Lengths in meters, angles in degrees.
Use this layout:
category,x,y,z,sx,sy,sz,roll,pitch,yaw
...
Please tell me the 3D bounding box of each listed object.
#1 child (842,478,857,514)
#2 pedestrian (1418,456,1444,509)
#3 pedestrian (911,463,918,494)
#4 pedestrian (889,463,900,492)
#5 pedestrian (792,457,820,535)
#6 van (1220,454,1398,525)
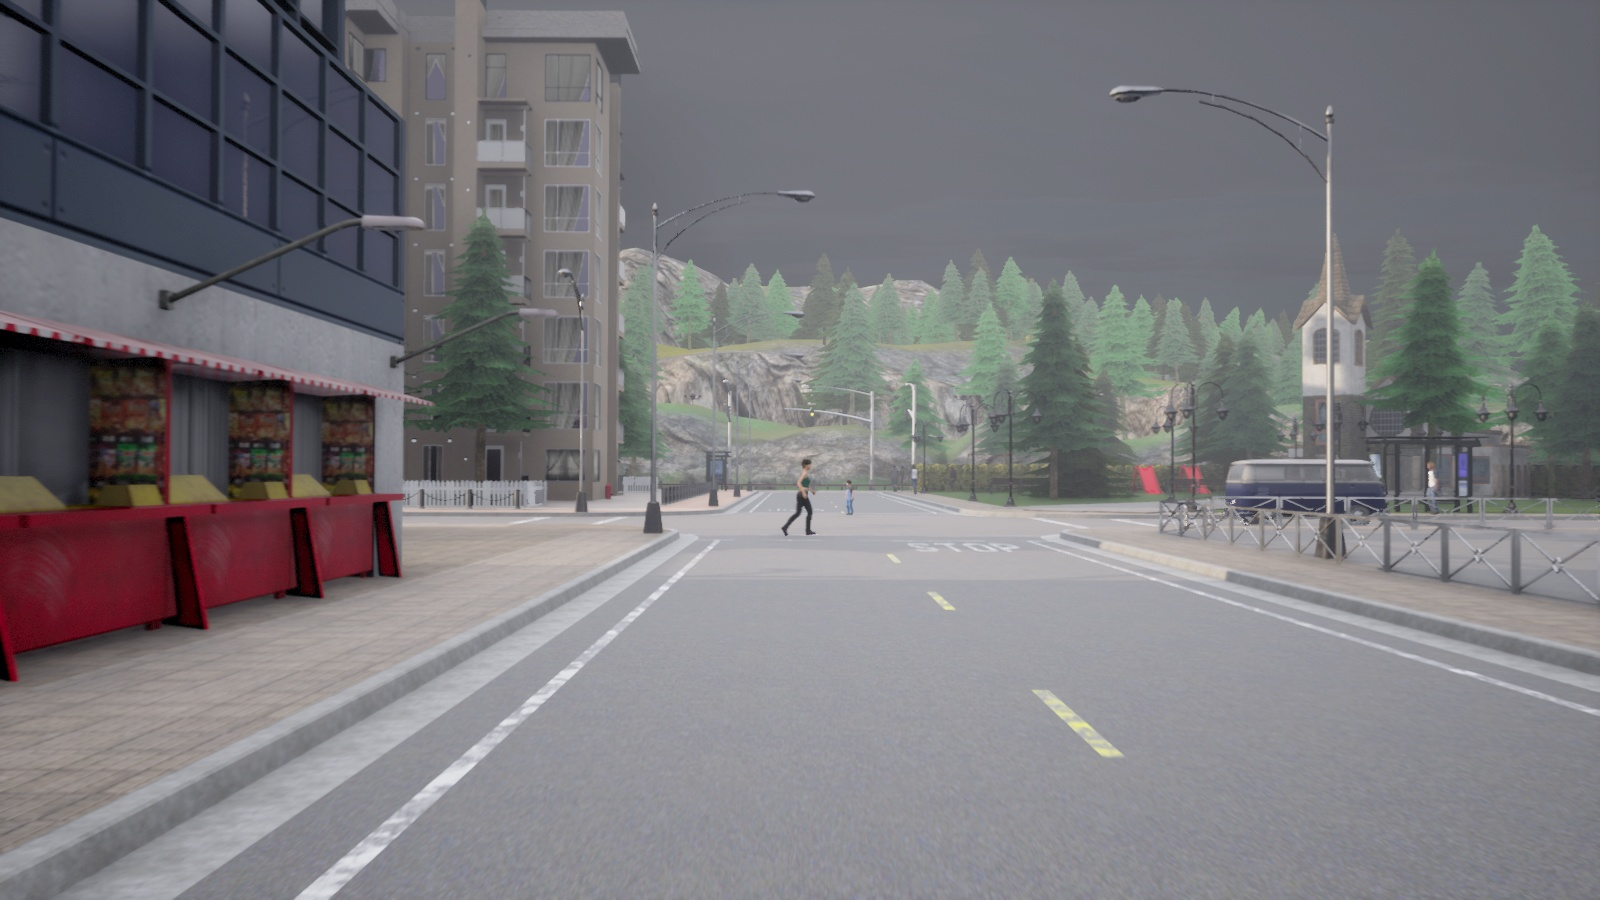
category,x,y,z,sx,sy,sz,roll,pitch,yaw
child,1.756,1.617,44.563,0.437,1.263,0.270,0,-1,-37
pedestrian,21.792,1.124,43.380,0.706,1.836,0.354,0,-1,-1
pedestrian,6.979,1.730,76.617,0.354,1.836,0.706,0,-1,-2
pedestrian,6.544,1.905,86.979,0.659,1.952,0.873,0,-1,-3
pedestrian,0.146,1.083,29.754,0.594,1.836,0.345,0,-1,-10
van,14.743,1.135,36.527,4.442,1.987,1.775,0,-1,1
